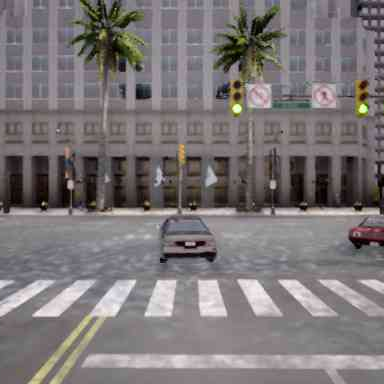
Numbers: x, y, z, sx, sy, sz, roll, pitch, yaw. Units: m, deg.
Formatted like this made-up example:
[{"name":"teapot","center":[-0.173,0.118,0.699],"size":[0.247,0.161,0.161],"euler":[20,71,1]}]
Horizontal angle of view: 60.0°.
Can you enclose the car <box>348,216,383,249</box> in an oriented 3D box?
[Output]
[{"name":"car","center":[8.325,1.660,14.004],"size":[1.895,1.301,4.718],"euler":[0,0,43]}]

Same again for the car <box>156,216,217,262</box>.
[{"name":"car","center":[-0.333,1.600,12.382],"size":[2.033,1.411,5.357],"euler":[0,0,-6]}]
